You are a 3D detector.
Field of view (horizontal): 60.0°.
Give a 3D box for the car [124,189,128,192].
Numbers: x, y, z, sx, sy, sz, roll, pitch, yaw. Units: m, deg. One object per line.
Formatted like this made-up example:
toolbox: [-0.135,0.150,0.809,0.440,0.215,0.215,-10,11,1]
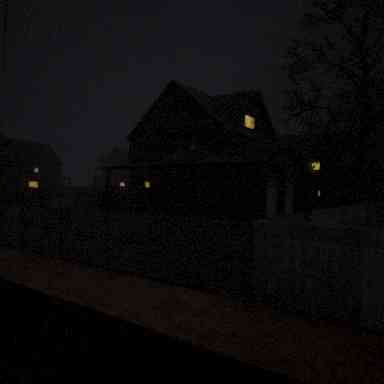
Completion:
car: [-7.709,0.274,42.905,1.812,1.442,4.674,2,3,35]
